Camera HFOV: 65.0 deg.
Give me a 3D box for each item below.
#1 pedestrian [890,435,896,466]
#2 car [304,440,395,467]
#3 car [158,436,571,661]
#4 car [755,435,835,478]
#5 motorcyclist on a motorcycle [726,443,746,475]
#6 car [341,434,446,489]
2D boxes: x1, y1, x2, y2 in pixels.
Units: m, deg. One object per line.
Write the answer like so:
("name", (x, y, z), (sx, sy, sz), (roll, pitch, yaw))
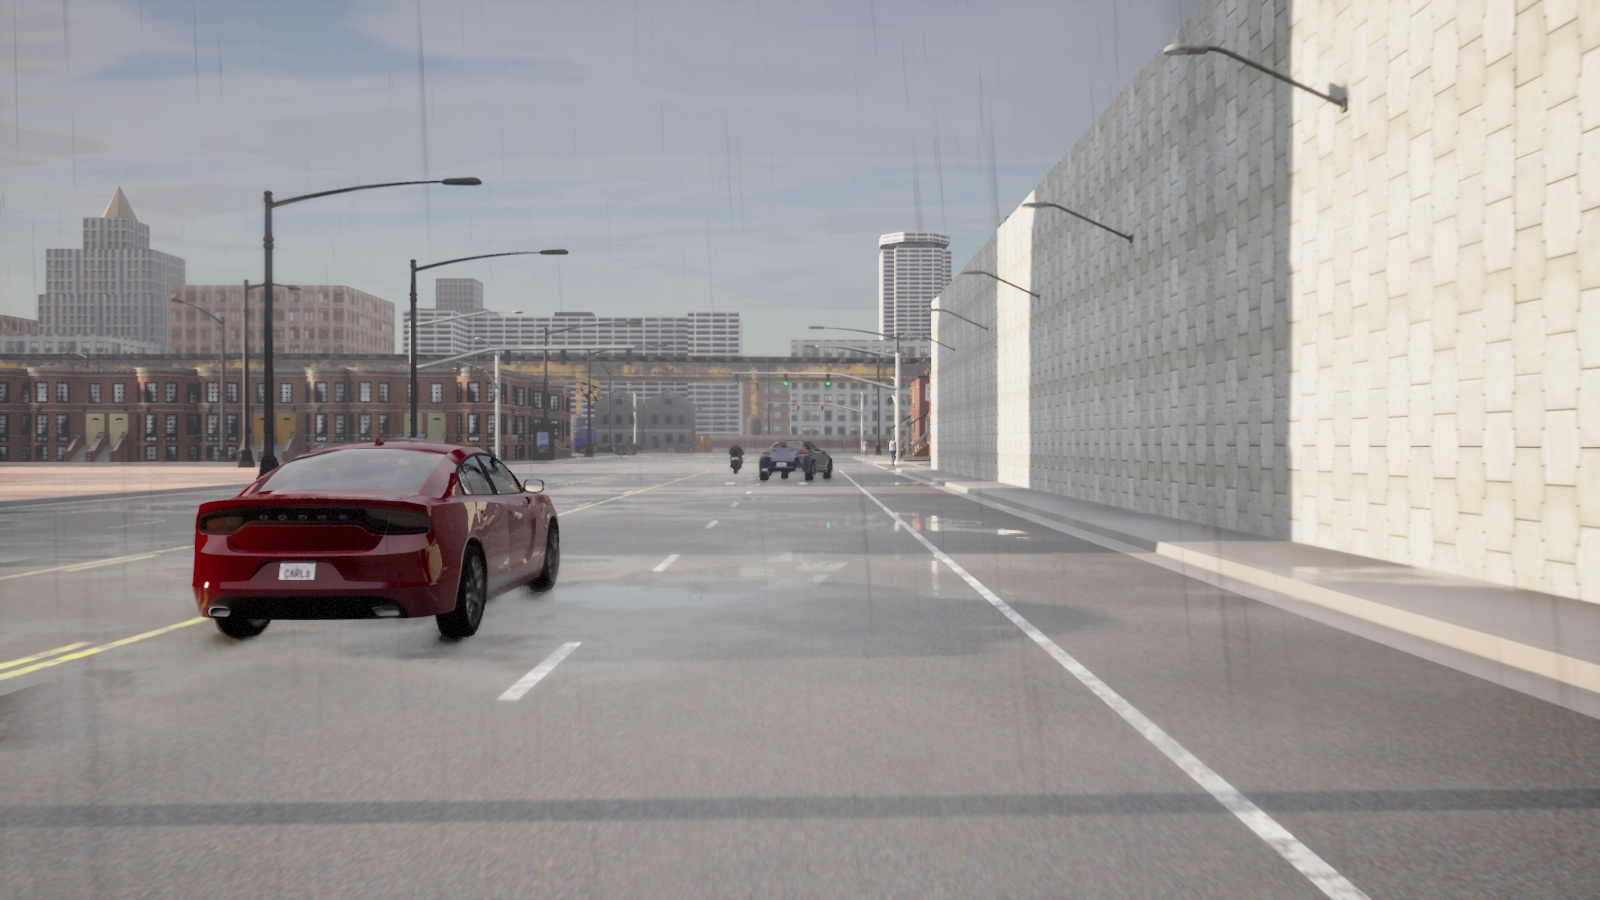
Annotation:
("pedestrian", (5.537, 0.043, 74.976), (0.354, 1.836, 0.706), (0, 0, 2))
("car", (-27.639, 0.220, 77.078), (4.856, 1.649, 2.033), (0, 0, 0))
("car", (-3.423, 0.659, 11.062), (1.882, 1.535, 5.008), (0, 0, 0))
("car", (-0.124, 0.239, 50.836), (2.152, 1.651, 5.027), (0, 0, 13))
("motorcyclist on a motorcycle", (-3.143, 0.430, 61.833), (0.866, 1.530, 2.191), (0, 0, 0))
("car", (-13.746, 0.353, 42.781), (2.097, 1.767, 4.553), (0, 0, 0))
